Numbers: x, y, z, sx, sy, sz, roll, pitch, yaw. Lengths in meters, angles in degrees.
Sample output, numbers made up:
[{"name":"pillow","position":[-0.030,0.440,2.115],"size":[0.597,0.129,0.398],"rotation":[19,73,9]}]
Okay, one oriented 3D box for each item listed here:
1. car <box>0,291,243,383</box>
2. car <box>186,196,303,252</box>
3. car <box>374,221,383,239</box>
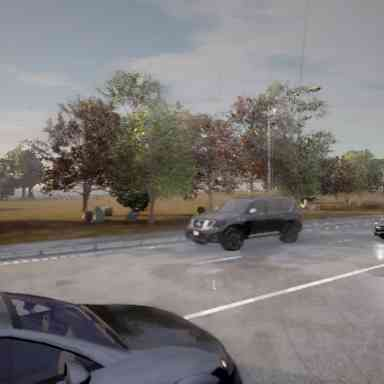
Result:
[{"name":"car","position":[-1.574,1.564,2.621],"size":[4.181,1.385,1.994],"rotation":[0,0,-36]},{"name":"car","position":[2.411,1.220,14.301],"size":[5.566,2.045,2.150],"rotation":[0,0,-35]},{"name":"car","position":[10.942,1.545,16.044],"size":[5.357,1.411,2.033],"rotation":[0,0,-35]}]
